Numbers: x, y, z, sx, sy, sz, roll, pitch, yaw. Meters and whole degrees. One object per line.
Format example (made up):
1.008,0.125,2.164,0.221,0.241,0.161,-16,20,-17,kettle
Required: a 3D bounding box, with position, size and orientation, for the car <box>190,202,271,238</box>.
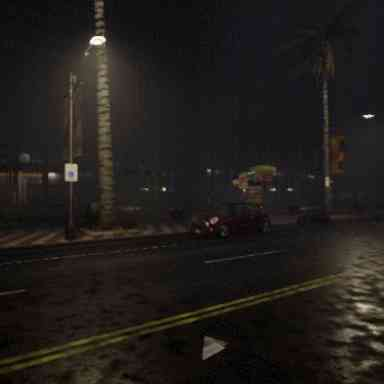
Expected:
2.111,1.376,17.876,4.553,1.767,2.185,0,0,-36,car
